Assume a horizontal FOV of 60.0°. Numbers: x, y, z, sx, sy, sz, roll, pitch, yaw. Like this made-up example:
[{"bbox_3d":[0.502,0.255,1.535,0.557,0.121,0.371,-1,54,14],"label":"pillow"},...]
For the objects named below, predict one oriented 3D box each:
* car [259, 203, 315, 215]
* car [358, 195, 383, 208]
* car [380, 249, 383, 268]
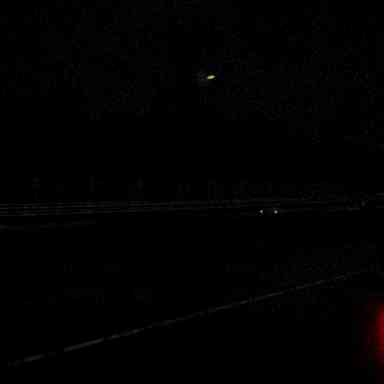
[{"bbox_3d":[7.538,1.544,26.308,4.718,1.301,1.895,-1,0,-34],"label":"car"},{"bbox_3d":[22.154,1.132,40.359,4.902,1.511,2.128,-1,1,-33],"label":"car"},{"bbox_3d":[6.949,1.590,8.632,4.718,1.301,1.895,0,0,-35],"label":"car"}]
